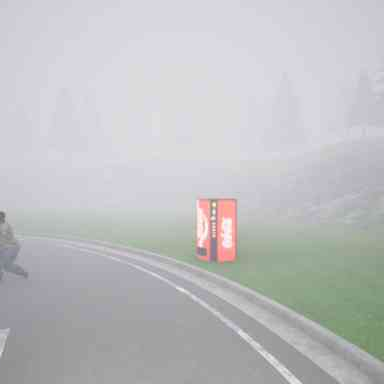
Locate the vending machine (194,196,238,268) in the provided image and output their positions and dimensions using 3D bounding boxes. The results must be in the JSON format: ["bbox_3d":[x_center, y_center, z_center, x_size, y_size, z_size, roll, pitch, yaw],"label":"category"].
[{"bbox_3d":[0.763,1.195,10.546,1.100,2.100,0.880,0,0,-33],"label":"vending machine"}]

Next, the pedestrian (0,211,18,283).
[{"bbox_3d":[-4.513,1.294,8.038,0.375,1.860,0.375,0,0,-36],"label":"pedestrian"}]
